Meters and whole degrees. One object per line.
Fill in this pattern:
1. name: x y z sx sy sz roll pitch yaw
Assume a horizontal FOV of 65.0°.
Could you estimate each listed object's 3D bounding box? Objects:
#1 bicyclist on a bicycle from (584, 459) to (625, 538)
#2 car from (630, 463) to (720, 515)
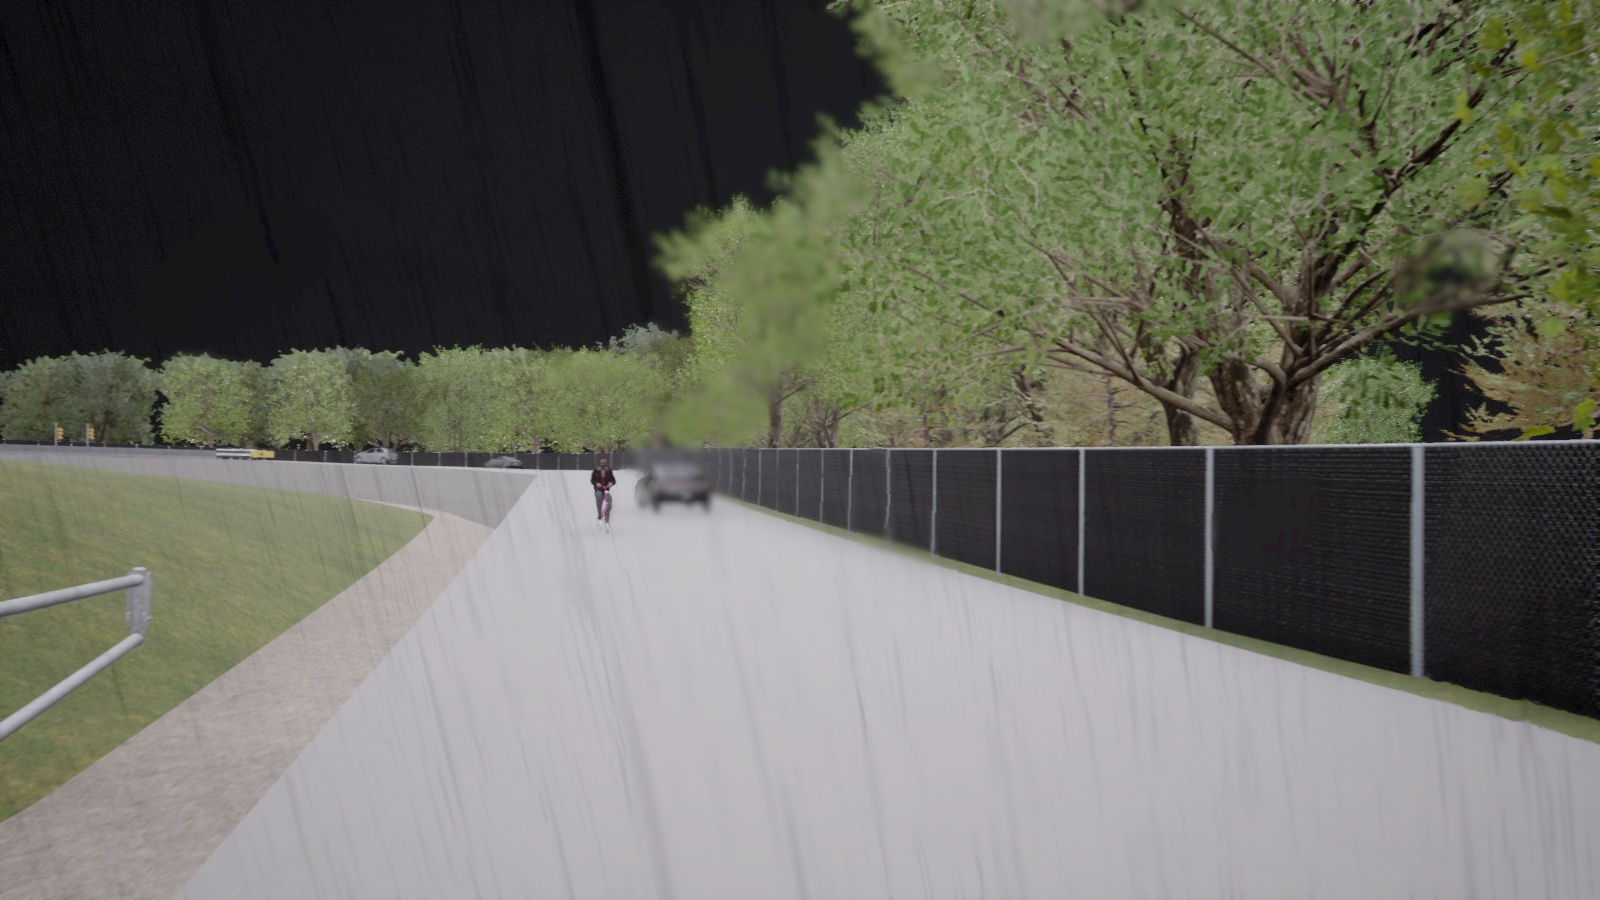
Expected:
1. bicyclist on a bicycle: -4.559 1.096 29.208 0.659 1.776 1.843 0 -1 -17
2. car: -4.137 1.203 40.768 2.128 1.511 4.902 0 0 -15
